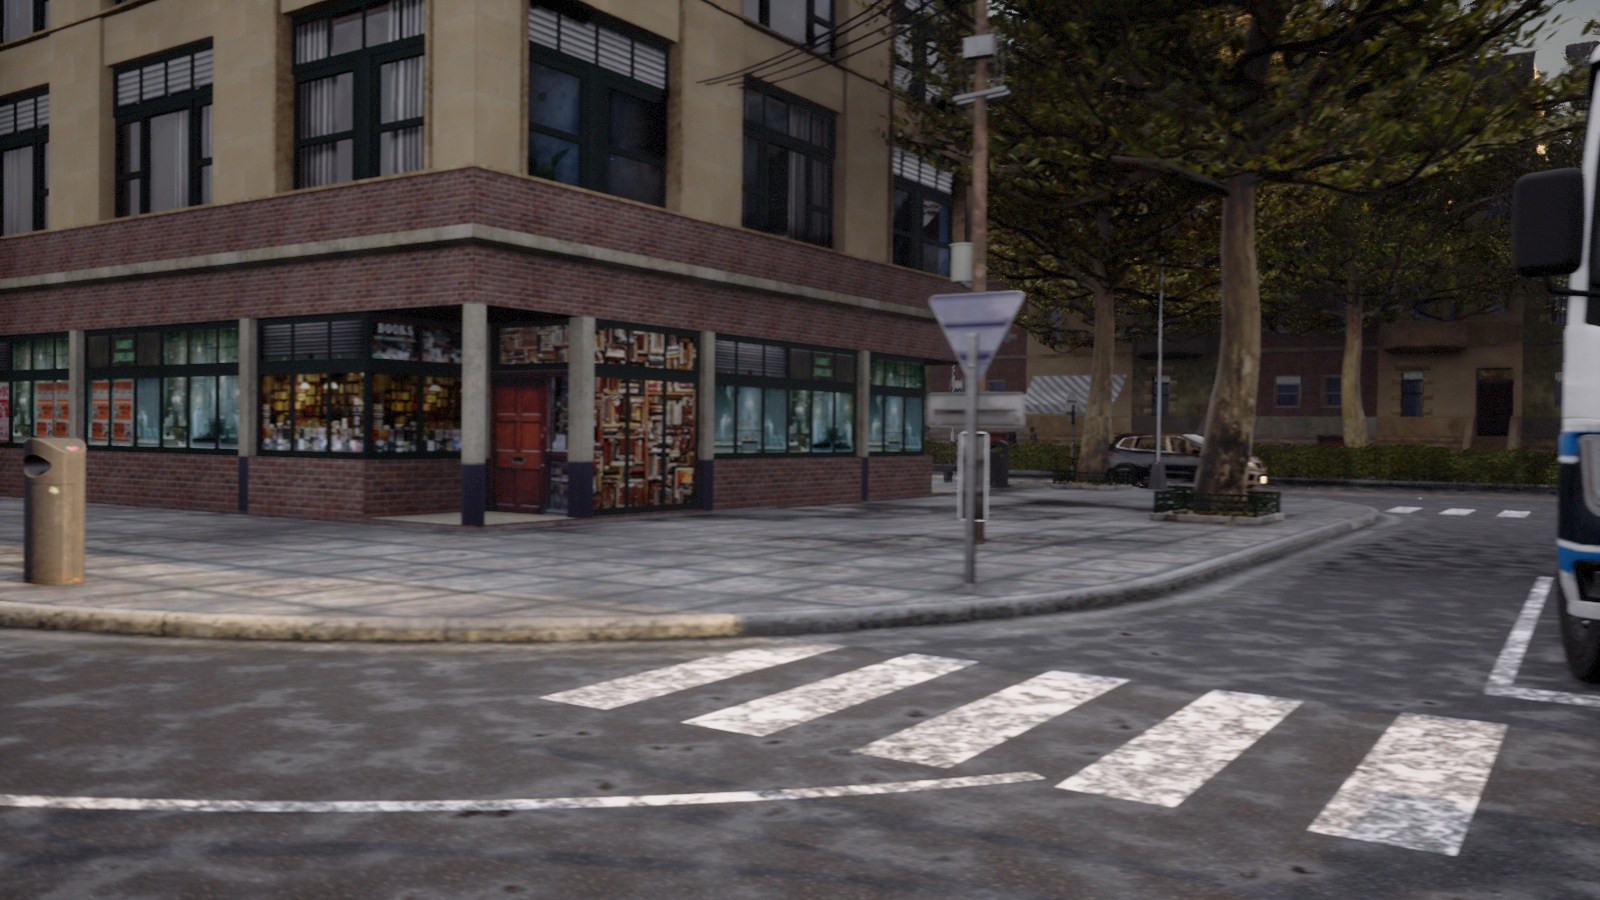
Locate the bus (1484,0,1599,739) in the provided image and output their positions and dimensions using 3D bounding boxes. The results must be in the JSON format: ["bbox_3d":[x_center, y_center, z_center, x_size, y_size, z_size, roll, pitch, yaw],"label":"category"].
[{"bbox_3d":[7.734,-0.821,9.589,3.944,4.253,10.273,0,1,31],"label":"bus"}]

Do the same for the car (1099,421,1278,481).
[{"bbox_3d":[11.493,0.009,37.249,4.611,1.667,2.242,0,1,36],"label":"car"}]
